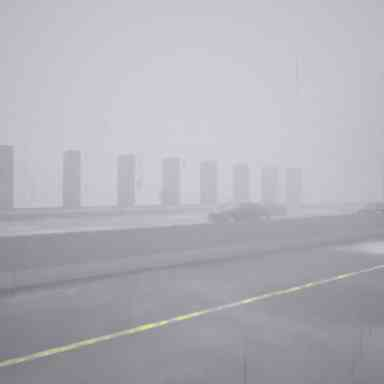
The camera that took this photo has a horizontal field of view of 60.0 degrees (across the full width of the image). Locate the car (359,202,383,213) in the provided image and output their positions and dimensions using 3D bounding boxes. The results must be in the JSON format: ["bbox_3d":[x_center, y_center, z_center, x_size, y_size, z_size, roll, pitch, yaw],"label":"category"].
[{"bbox_3d":[15.878,1.585,28.104,4.181,1.385,1.994,0,0,-36],"label":"car"}]

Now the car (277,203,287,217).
[{"bbox_3d":[6.697,1.533,30.127,4.181,1.385,1.994,0,0,-35],"label":"car"}]

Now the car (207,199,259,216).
[{"bbox_3d":[4.069,1.442,32.552,4.902,1.511,2.128,0,0,-35],"label":"car"}]

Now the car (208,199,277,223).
[{"bbox_3d":[3.383,1.443,23.506,5.008,1.535,1.882,0,0,-35],"label":"car"}]
